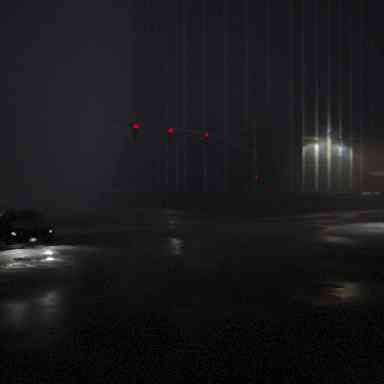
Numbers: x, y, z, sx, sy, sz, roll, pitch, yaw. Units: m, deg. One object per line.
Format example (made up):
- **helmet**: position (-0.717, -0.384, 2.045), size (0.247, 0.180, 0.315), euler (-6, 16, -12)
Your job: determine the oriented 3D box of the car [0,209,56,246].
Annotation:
- **car**: position (-7.902, 1.535, 15.581), size (2.033, 1.411, 5.357), euler (0, 0, -35)
